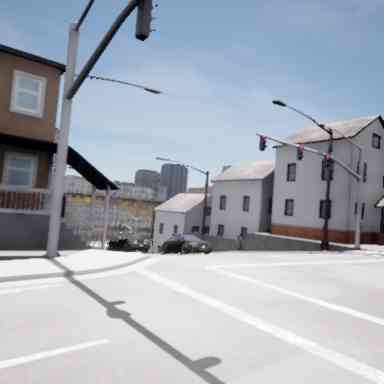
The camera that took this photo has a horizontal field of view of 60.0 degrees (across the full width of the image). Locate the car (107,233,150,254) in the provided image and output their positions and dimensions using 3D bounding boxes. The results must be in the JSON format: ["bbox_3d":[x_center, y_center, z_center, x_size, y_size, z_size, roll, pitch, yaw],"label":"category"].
[{"bbox_3d":[-5.983,4.814,30.791,2.150,2.045,5.566,7,-16,-36],"label":"car"}]

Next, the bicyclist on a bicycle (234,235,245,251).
[{"bbox_3d":[4.917,5.320,34.427,1.656,1.620,0.582,6,-11,-35],"label":"bicyclist on a bicycle"}]

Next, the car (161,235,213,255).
[{"bbox_3d":[-0.401,3.650,23.097,1.994,1.385,4.181,7,-12,-35],"label":"car"}]
